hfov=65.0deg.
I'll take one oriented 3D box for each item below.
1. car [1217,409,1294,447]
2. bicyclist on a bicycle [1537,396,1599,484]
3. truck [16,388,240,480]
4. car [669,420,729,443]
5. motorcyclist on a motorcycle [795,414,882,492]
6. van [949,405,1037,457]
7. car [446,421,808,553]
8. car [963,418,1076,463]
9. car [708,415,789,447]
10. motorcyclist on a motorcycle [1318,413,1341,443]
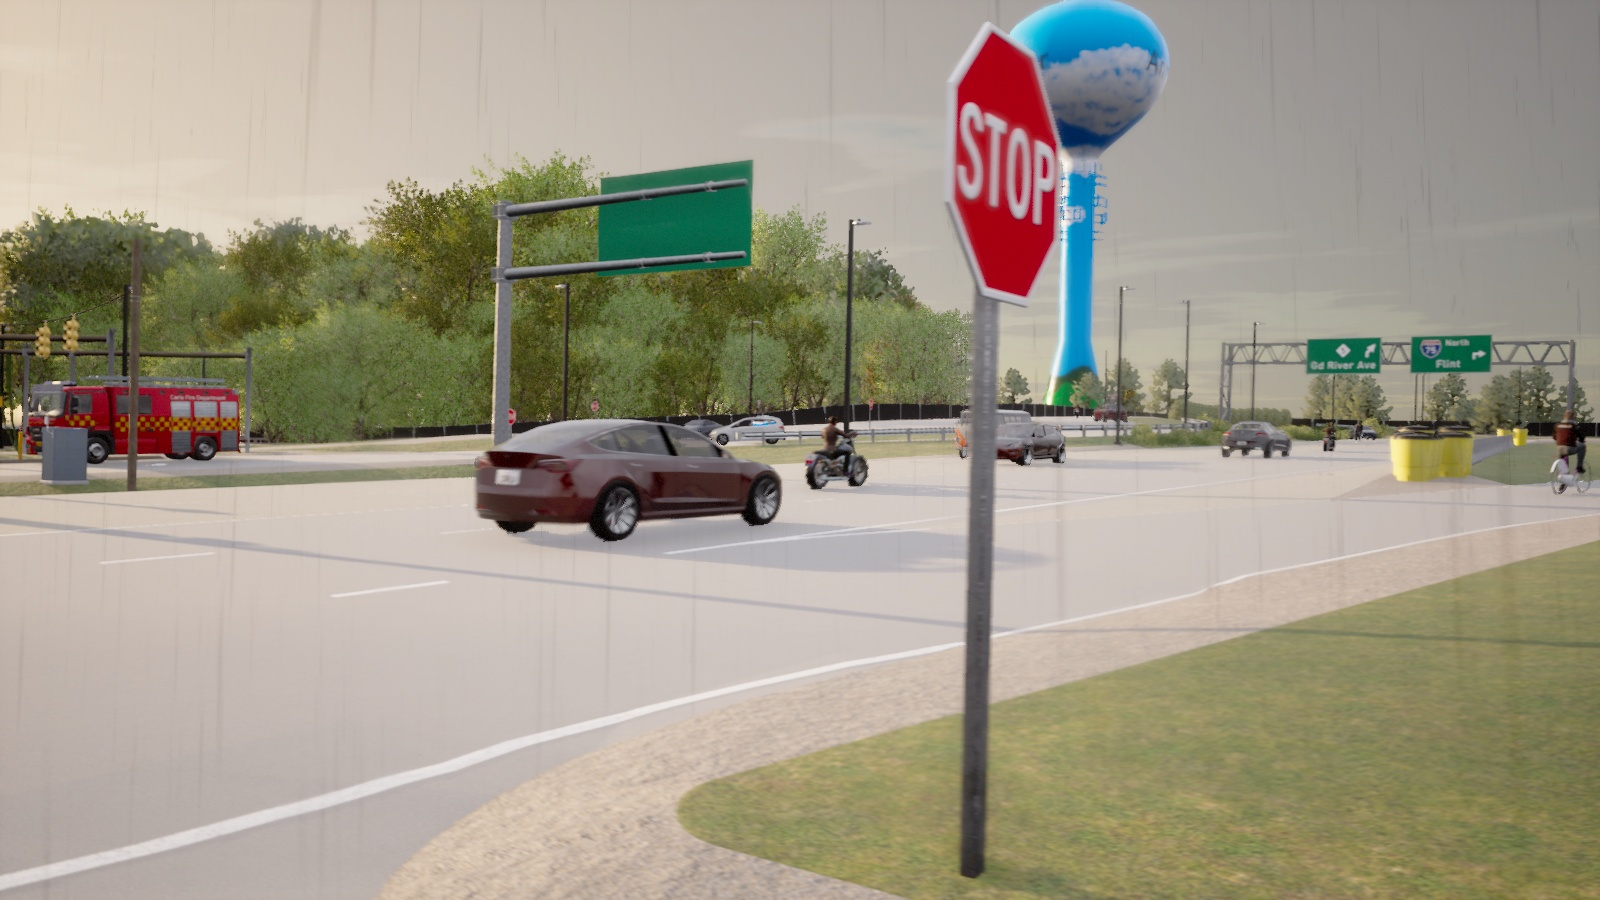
[{"bbox_3d":[20.867,-1.011,57.342,2.152,1.651,5.027,1,2,34],"label":"car"},{"bbox_3d":[16.188,-0.236,26.246,1.843,1.776,0.659,-2,2,-36],"label":"bicyclist on a bicycle"},{"bbox_3d":[-30.059,-0.822,56.649,2.891,3.827,8.468,1,2,33],"label":"truck"},{"bbox_3d":[-7.051,-1.296,88.028,1.994,1.385,4.181,1,4,34],"label":"car"},{"bbox_3d":[0.876,0.032,27.618,0.766,1.649,2.350,1,2,34],"label":"motorcyclist on a motorcycle"},{"bbox_3d":[7.784,-0.779,50.431,1.775,1.987,4.442,1,2,34],"label":"van"},{"bbox_3d":[-2.126,0.369,16.914,2.163,1.488,4.792,1,2,34],"label":"car"},{"bbox_3d":[7.784,-0.374,44.163,2.163,1.488,4.792,1,2,34],"label":"car"},{"bbox_3d":[-3.108,-1.134,74.678,4.611,1.667,2.242,-3,0,-5],"label":"car"},{"bbox_3d":[29.811,-1.239,70.645,0.766,1.649,2.350,1,2,34],"label":"motorcyclist on a motorcycle"}]
